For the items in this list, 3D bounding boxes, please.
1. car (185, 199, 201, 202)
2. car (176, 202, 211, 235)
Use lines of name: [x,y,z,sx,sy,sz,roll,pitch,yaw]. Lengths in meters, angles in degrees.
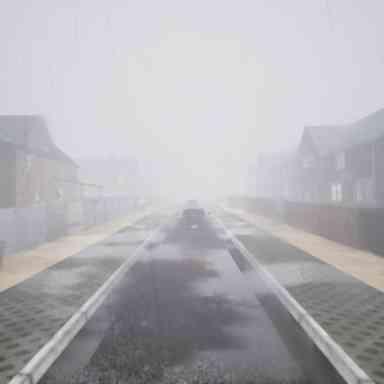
car: [0.083,1.548,40.619,1.812,1.442,4.674,0,0,0]
car: [0.092,1.537,18.622,1.812,1.442,4.674,0,0,0]
